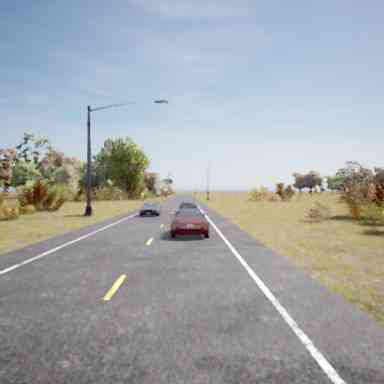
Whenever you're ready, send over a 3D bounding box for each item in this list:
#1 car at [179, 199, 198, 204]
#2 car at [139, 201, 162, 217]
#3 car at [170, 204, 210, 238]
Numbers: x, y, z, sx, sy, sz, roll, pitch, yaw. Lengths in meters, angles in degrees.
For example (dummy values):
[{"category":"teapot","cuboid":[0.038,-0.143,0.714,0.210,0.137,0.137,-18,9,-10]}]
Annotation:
[{"category":"car","cuboid":[-0.393,1.526,36.791,2.128,1.511,4.902,0,0,-1]},{"category":"car","cuboid":[-3.928,1.581,32.337,2.033,1.411,5.357,0,0,-1]},{"category":"car","cuboid":[-0.119,1.580,17.975,1.994,1.385,4.181,0,0,-1]}]
